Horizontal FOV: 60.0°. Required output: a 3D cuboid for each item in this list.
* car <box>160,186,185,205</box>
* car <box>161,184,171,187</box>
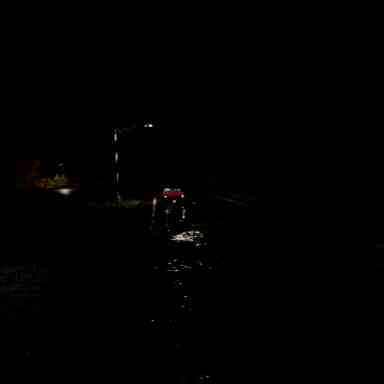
[{"bbox_3d":[-1.722,0.373,30.106,1.895,1.301,4.718,-2,3,-6],"label":"car"},{"bbox_3d":[-3.893,-0.548,50.438,2.033,1.411,5.357,-2,3,-6],"label":"car"}]
